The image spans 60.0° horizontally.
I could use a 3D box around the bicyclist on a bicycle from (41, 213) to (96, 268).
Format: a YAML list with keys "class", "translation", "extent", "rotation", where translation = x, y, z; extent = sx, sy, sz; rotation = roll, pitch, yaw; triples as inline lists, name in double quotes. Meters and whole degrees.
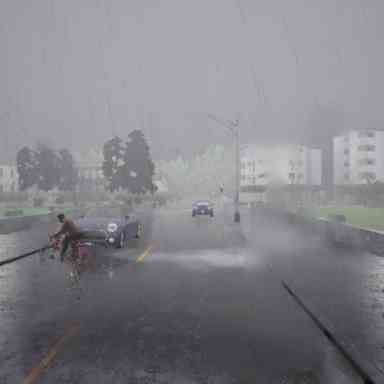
- class: "bicyclist on a bicycle"
  translation: [-3.679, 1.455, 9.844]
  extent: [1.656, 1.620, 0.582]
  rotation: [-2, 0, 2]

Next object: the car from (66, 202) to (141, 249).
- class: "car"
  translation: [-3.680, 1.352, 14.575]
  extent: [2.097, 1.767, 4.553]
  rotation: [0, 0, 4]

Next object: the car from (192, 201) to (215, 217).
- class: "car"
  translation: [1.007, 1.526, 31.132]
  extent: [1.812, 1.442, 4.674]
  rotation: [0, 0, 2]
